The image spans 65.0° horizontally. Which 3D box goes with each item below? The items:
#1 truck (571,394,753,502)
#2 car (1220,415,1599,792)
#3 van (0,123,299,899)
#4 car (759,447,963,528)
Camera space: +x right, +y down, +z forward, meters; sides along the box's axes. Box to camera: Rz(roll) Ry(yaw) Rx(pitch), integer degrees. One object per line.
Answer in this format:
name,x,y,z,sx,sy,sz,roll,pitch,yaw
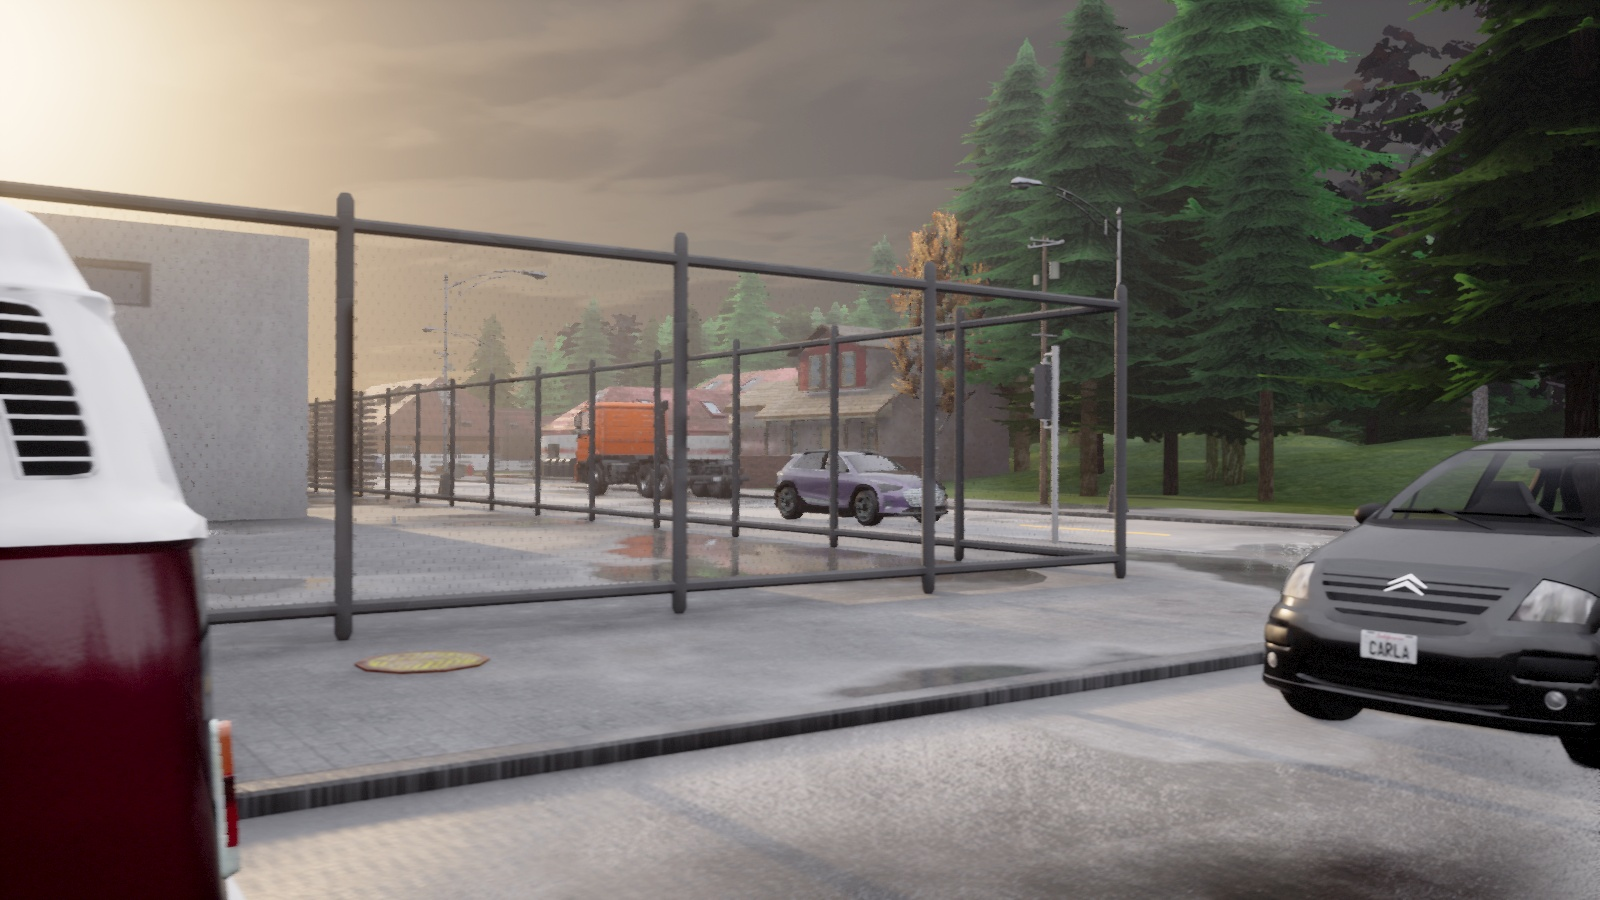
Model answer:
truck,-5.035,-0.076,44.241,2.891,3.462,7.936,0,0,-35
car,4.444,0.666,7.346,3.988,1.617,1.851,0,0,-38
van,-3.370,0.477,1.928,4.480,2.038,2.069,0,0,-35
car,1.249,0.773,28.148,2.033,1.649,4.856,0,0,-35
